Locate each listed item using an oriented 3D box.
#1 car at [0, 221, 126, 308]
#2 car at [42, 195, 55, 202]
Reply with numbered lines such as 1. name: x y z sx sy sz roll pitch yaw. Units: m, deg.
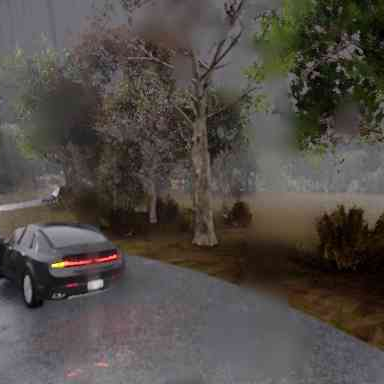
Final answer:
1. car: -3.399 1.474 8.040 1.837 1.490 4.892 0 0 -41
2. car: -26.869 1.172 62.751 1.994 1.385 4.181 -2 2 -11
